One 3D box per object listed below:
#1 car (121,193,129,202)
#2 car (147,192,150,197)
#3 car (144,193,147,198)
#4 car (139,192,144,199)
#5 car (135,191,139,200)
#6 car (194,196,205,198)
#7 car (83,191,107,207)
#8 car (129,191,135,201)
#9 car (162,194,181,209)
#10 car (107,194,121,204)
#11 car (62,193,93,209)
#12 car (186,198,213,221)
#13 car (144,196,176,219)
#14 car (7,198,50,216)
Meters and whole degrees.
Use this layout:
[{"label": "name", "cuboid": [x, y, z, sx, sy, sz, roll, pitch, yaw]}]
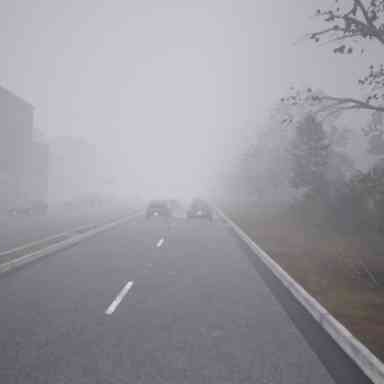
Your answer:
[{"label": "car", "cuboid": [-13.908, 1.111, 62.466, 1.946, 1.575, 5.366, 0, 0, 1]}, {"label": "car", "cuboid": [-13.465, 0.993, 90.404, 2.231, 1.521, 4.892, 0, 0, 1]}, {"label": "car", "cuboid": [-13.555, 1.017, 84.879, 2.231, 1.521, 4.892, 0, 0, 1]}, {"label": "car", "cuboid": [-13.643, 0.790, 79.195, 2.435, 2.045, 5.566, 0, 0, 1]}, {"label": "car", "cuboid": [-13.733, 1.063, 73.514, 1.946, 1.575, 5.366, 0, 0, 1]}, {"label": "car", "cuboid": [0.922, 1.285, 42.022, 1.882, 1.535, 5.008, 0, 0, 1]}, {"label": "car", "cuboid": [-14.166, 0.933, 46.174, 2.435, 2.045, 5.566, 0, 0, 1]}, {"label": "car", "cuboid": [-13.817, 0.963, 68.206, 2.185, 1.767, 4.553, 0, 0, 1]}, {"label": "car", "cuboid": [-2.328, 1.327, 41.807, 1.812, 1.442, 4.674, 0, 0, 1]}, {"label": "car", "cuboid": [-14.073, 1.145, 55.595, 2.231, 1.521, 4.892, 0, 0, 2]}, {"label": "car", "cuboid": [-14.253, 1.210, 40.685, 2.231, 1.521, 4.892, 0, 0, 1]}, {"label": "car", "cuboid": [0.590, 1.446, 25.668, 1.994, 1.385, 4.181, 0, 0, 1]}, {"label": "car", "cuboid": [-2.623, 1.375, 27.261, 1.837, 1.490, 4.892, 0, 1, 1]}, {"label": "car", "cuboid": [-14.433, 1.286, 29.599, 2.163, 1.488, 4.792, 0, 0, 1]}]
